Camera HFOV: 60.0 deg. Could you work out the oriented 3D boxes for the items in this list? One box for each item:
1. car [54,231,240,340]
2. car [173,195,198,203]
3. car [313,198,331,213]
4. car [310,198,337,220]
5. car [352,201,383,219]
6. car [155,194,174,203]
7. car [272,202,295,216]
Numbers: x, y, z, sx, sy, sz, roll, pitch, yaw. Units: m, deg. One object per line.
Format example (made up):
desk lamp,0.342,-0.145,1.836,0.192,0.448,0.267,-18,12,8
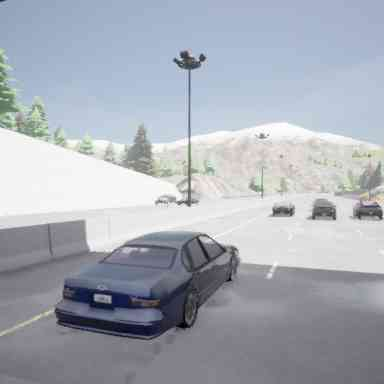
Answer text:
car,-0.382,1.547,7.034,2.033,1.411,5.357,0,0,20
car,-0.501,1.313,47.372,1.895,1.301,4.718,0,0,20
car,15.134,1.505,38.910,1.837,1.490,4.892,0,0,20
car,11.366,1.506,28.716,1.837,1.490,4.892,0,0,20
car,15.128,1.492,28.798,2.128,1.511,4.902,0,0,20
car,-3.763,1.009,48.642,2.097,1.767,4.553,0,0,20
car,9.076,1.601,32.612,1.895,1.301,4.718,0,0,20
